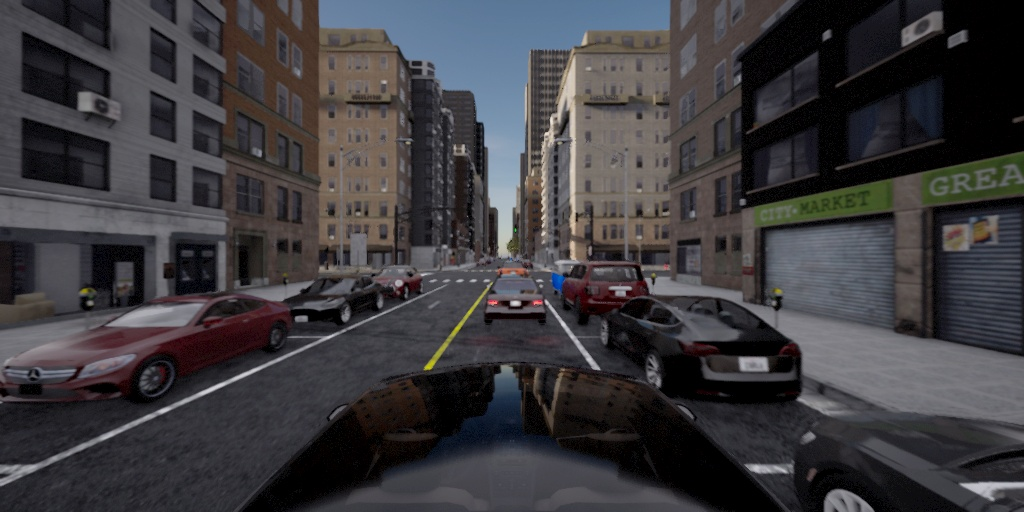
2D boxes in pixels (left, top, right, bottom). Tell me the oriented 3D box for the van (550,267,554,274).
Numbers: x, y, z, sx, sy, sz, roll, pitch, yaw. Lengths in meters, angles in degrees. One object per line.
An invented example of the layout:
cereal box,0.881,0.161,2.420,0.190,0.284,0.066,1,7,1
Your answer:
van,2.861,1.095,17.368,1.690,1.789,3.998,0,0,0

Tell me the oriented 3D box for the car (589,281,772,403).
car,2.858,1.317,6.321,1.948,1.339,4.313,0,0,0

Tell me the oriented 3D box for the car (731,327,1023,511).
car,2.857,1.300,0.797,2.007,1.370,4.403,0,0,0

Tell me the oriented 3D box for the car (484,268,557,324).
car,0.102,1.299,11.911,2.033,1.411,5.357,0,0,0

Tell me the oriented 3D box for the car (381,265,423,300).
car,-5.665,1.194,17.365,1.967,1.591,4.097,0,0,0

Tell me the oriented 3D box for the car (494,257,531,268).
car,-0.013,1.108,25.702,2.097,1.767,4.553,0,0,-2

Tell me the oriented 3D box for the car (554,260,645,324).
car,2.860,1.067,11.845,2.192,1.841,5.009,0,0,0

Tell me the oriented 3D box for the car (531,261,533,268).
car,2.588,1.231,61.257,1.967,1.591,4.097,0,0,-1

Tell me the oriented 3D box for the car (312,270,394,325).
car,-5.666,1.318,11.840,1.948,1.339,4.313,0,0,0

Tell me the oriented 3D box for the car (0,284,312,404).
car,-5.667,1.333,6.315,1.802,1.307,4.207,0,0,0
